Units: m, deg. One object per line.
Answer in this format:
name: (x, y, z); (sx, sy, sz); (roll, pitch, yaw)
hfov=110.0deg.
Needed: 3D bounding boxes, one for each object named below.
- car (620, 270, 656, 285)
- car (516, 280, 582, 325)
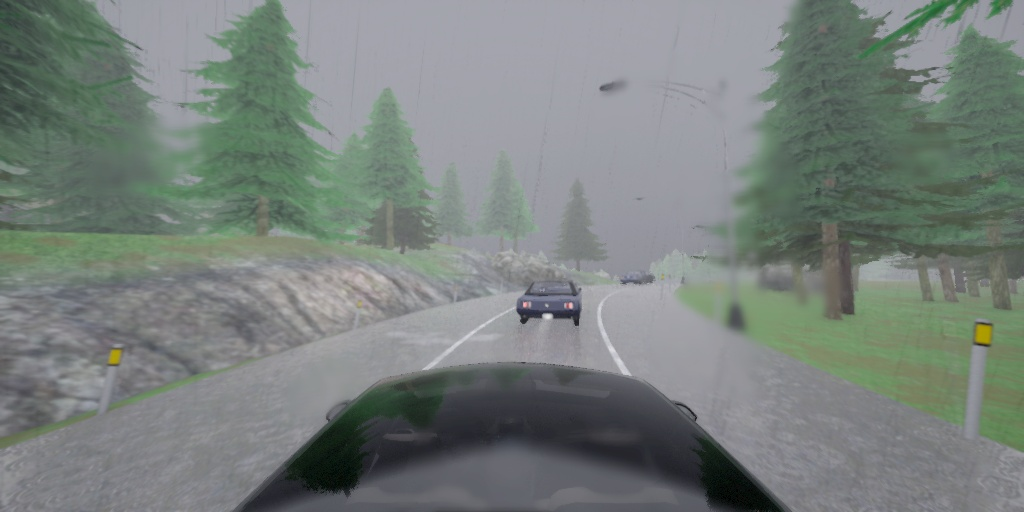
car: (12.482, 2.117, 35.480); (2.033, 1.411, 5.357); (-4, -4, 39)
car: (1.475, 1.475, 12.481); (1.895, 1.301, 4.718); (0, -1, 12)
